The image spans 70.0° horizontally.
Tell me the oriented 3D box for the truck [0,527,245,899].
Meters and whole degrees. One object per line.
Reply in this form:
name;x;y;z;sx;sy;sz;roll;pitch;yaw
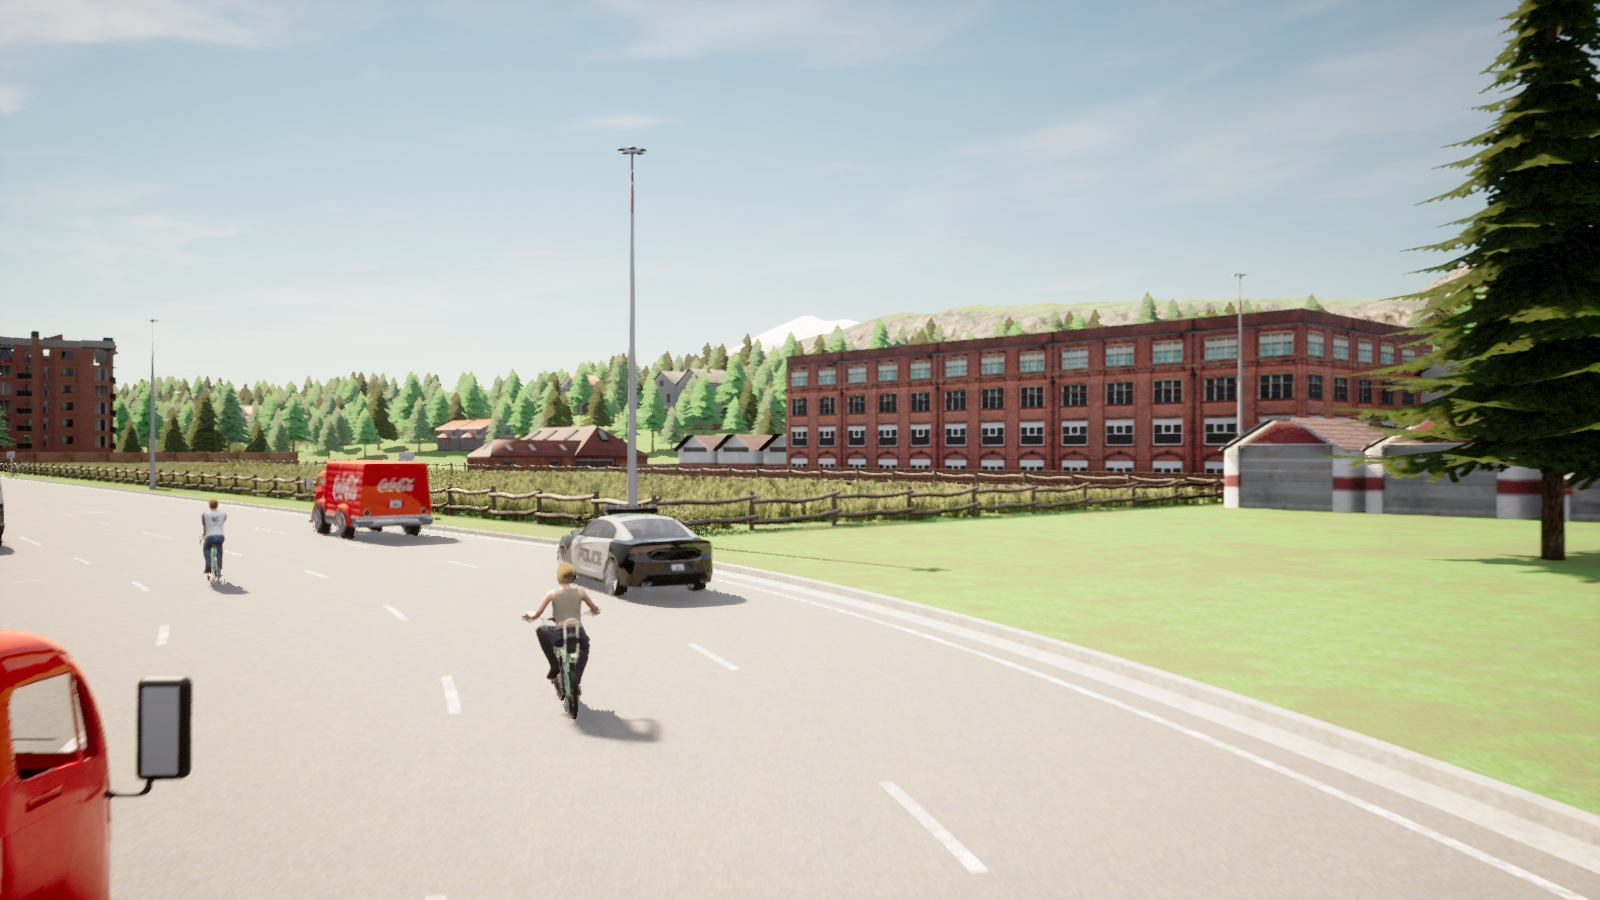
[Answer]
truck;-3.496;1.572;2.394;2.627;2.467;5.204;1;0;-7

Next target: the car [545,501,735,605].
car;-3.428;1.997;23.474;2.097;1.638;5.238;0;0;-29

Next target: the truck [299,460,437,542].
truck;-14.408;1.592;37.918;2.627;2.467;5.204;0;0;-41

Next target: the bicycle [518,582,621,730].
bicycle;-2.507;2.166;12.304;0.859;1.276;1.487;-2;0;-19

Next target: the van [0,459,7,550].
van;-25.379;1.558;34.308;1.988;2.561;5.915;0;0;-40

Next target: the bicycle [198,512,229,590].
bicycle;-12.221;2.071;23.803;0.373;1.496;1.643;0;0;-34
